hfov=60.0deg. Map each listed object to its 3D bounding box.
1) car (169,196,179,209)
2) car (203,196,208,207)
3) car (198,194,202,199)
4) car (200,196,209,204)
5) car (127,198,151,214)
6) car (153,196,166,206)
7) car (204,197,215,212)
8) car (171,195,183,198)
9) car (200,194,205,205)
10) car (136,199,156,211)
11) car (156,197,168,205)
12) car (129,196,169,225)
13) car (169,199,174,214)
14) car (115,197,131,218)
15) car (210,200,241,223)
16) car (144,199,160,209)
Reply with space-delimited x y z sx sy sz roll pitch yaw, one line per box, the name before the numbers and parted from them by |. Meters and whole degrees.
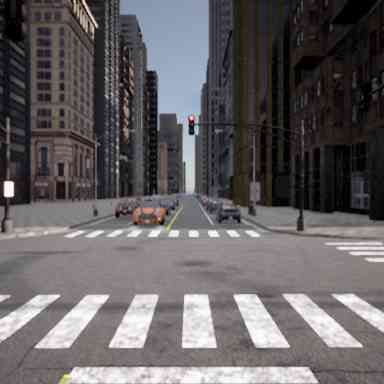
car | -3.115 1.631 43.352 2.033 1.411 5.357 0 0 0
car | 2.723 1.626 42.527 1.887 1.381 4.507 0 0 0
car | 2.703 1.573 65.089 1.967 1.590 4.097 0 0 0
car | 2.698 1.672 70.899 1.752 1.417 4.829 0 0 0
car | -5.797 1.510 36.870 1.967 1.590 4.097 0 0 0
car | -5.817 1.559 59.432 1.967 1.590 4.097 0 0 0
car | 2.728 1.621 36.886 2.008 1.369 4.403 0 0 0
car | -3.063 1.597 53.465 2.128 1.511 4.902 0 0 0
car | 2.713 1.546 53.808 1.967 1.590 4.097 0 0 0
car | -5.802 1.647 42.510 1.947 1.339 4.313 0 0 0
car | -5.822 1.657 64.902 1.752 1.417 4.829 0 0 0
car | -3.063 1.397 24.552 2.097 1.767 4.553 0 0 -2
car | -3.122 1.664 33.598 1.895 1.301 4.718 0 0 0
car | -5.792 1.373 31.229 2.192 1.841 5.009 0 0 0
car | 2.738 1.598 25.605 2.008 1.369 4.403 0 0 0
car | -5.807 1.675 48.150 1.802 1.307 4.206 0 0 0
